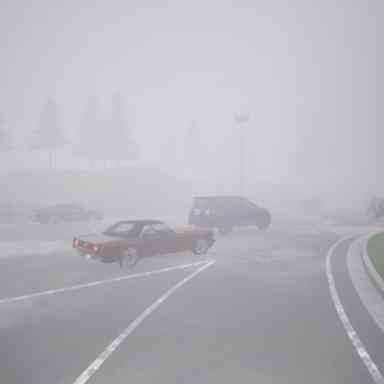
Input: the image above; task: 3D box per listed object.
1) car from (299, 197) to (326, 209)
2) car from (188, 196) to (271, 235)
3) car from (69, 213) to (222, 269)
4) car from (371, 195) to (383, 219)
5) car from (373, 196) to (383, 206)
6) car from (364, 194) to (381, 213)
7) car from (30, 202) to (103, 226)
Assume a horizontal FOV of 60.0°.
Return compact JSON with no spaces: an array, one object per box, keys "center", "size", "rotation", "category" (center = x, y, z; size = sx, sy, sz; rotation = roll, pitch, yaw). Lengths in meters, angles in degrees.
[{"center":[16.776,1.487,46.185],"size":[5.008,1.535,1.882],"rotation":[0,0,-42],"category":"car"},{"center":[2.253,1.224,19.201],"size":[5.566,2.045,2.150],"rotation":[0,0,-42],"category":"car"},{"center":[-1.401,1.603,11.262],"size":[4.718,1.301,1.895],"rotation":[0,0,-42],"category":"car"},{"center":[17.098,1.357,27.729],"size":[4.553,1.767,2.097],"rotation":[0,0,-42],"category":"car"},{"center":[32.142,1.489,55.311],"size":[5.008,1.535,1.882],"rotation":[0,0,-42],"category":"car"},{"center":[20.480,1.362,35.425],"size":[4.553,1.767,2.097],"rotation":[0,0,-42],"category":"car"},{"center":[-8.710,1.507,23.500],"size":[4.892,1.490,1.837],"rotation":[1,-1,-42],"category":"car"}]
